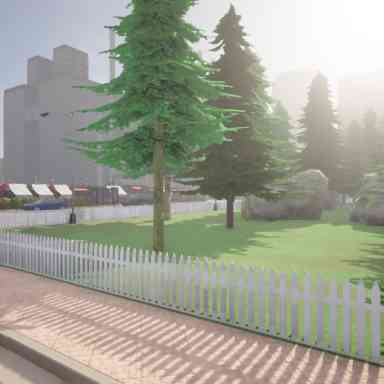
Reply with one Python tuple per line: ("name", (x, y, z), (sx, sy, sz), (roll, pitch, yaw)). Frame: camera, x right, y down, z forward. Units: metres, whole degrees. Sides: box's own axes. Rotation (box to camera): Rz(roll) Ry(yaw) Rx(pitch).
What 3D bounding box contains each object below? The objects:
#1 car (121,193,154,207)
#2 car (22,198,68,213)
("car", (-8.142, 1.222, 50.026), (2.150, 2.045, 5.566), (0, 0, 34))
("car", (-16.543, 1.477, 37.611), (1.882, 1.535, 5.008), (0, 0, 34))
